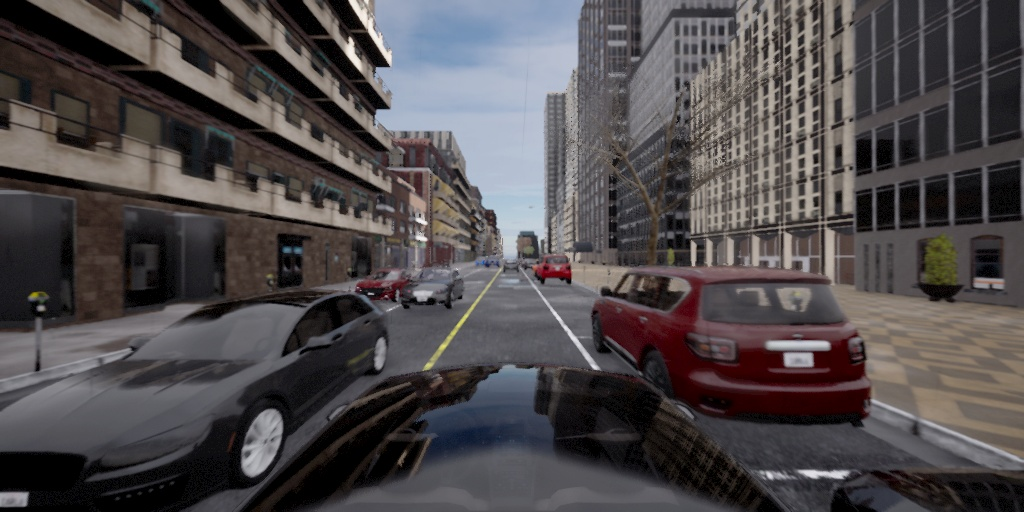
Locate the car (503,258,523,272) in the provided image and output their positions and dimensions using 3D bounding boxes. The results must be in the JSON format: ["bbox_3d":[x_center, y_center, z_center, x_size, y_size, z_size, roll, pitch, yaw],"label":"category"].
[{"bbox_3d":[-0.090,1.202,44.360,2.128,1.511,4.902,0,0,0],"label":"car"}]

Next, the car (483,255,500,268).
[{"bbox_3d":[-3.178,0.925,59.990,2.150,2.045,5.566,0,0,0],"label":"car"}]

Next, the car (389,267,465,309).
[{"bbox_3d":[-3.117,1.228,14.936,2.128,1.511,4.902,0,0,0],"label":"car"}]

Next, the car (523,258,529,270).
[{"bbox_3d":[2.580,1.262,49.944,1.948,1.339,4.313,0,0,0],"label":"car"}]

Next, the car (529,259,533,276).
[{"bbox_3d":[3.039,1.060,33.686,2.097,1.767,4.553,0,0,0],"label":"car"}]

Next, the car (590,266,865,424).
[{"bbox_3d":[2.687,1.055,5.762,2.192,1.841,5.009,0,0,0],"label":"car"}]

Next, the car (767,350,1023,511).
[{"bbox_3d":[2.700,1.314,0.239,1.948,1.339,4.313,0,0,0],"label":"car"}]

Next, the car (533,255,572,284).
[{"bbox_3d":[3.050,0.942,26.745,2.150,2.045,5.566,0,0,0],"label":"car"}]

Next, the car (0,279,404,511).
[{"bbox_3d":[-3.103,1.255,4.647,1.837,1.490,4.892,0,0,0],"label":"car"}]

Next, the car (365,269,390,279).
[{"bbox_3d":[-5.721,1.283,16.787,1.888,1.381,4.507,0,0,0],"label":"car"}]
